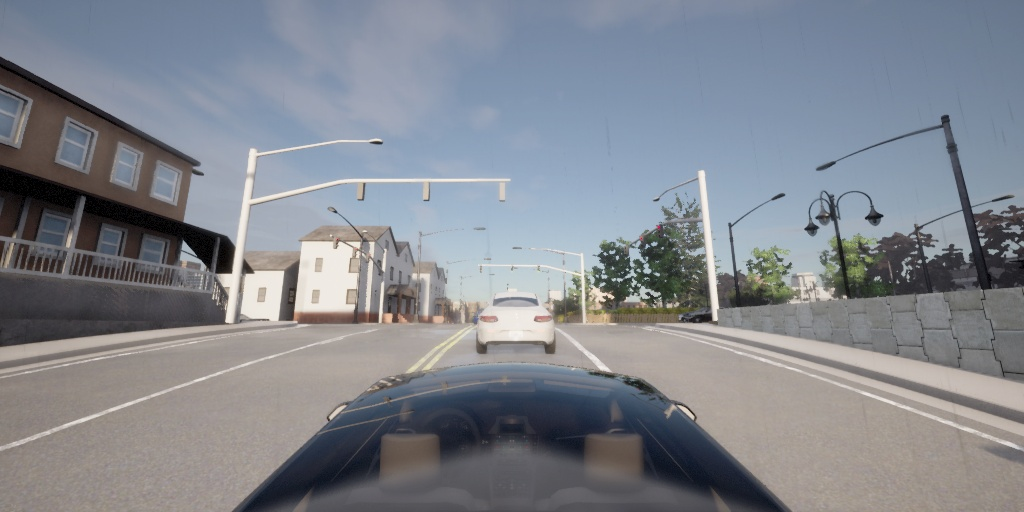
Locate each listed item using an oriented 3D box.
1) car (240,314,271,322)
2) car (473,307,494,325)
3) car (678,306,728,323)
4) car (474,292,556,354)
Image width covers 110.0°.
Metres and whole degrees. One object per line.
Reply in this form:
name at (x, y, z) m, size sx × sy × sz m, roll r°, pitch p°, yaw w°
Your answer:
car at (-20.141, 5.102, 25.551) m, size 5.566 × 2.045 × 2.150 m, roll -9°, pitch -10°, yaw -1°
car at (-3.591, 7.729, 45.877) m, size 2.150 × 2.045 × 5.566 m, roll 0°, pitch -11°, yaw 0°
car at (15.998, 4.810, 28.890) m, size 4.902 × 1.511 × 2.128 m, roll 0°, pitch -11°, yaw 1°
car at (0.090, 1.707, 9.766) m, size 1.812 × 1.442 × 4.674 m, roll 0°, pitch -6°, yaw 0°
